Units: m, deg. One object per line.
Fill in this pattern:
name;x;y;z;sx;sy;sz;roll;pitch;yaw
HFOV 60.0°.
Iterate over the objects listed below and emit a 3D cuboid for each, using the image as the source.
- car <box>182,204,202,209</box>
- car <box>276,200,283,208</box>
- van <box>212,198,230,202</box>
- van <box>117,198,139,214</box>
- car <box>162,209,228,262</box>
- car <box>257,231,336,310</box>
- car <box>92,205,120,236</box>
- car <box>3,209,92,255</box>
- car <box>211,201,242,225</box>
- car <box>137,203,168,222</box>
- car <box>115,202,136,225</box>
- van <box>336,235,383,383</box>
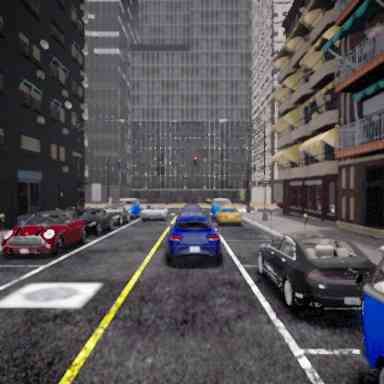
car;-0.003;1.660;25.952;2.033;1.411;5.357;0;0;0
car;15.142;1.561;49.493;5.009;1.841;2.192;0;0;0
van;2.619;1.472;30.137;1.690;1.788;3.998;-1;0;0
van;-5.761;1.472;30.149;1.690;1.788;3.998;-1;0;0
car;0.018;1.579;12.290;1.812;1.442;4.674;0;-1;-2
car;2.667;1.585;7.729;2.008;1.369;4.403;-1;0;0
car;-5.736;1.648;18.944;1.947;1.339;4.313;-1;0;0
car;-5.726;1.498;13.343;1.967;1.590;4.097;-1;0;0
car;2.633;1.632;24.705;1.752;1.417;4.829;-1;0;0
car;-3.114;1.722;28.079;1.895;1.301;4.718;0;0;0
car;-5.747;1.657;24.547;2.008;1.369;4.403;-1;0;0
van;2.675;1.351;2.128;1.690;1.788;3.998;-1;0;0
